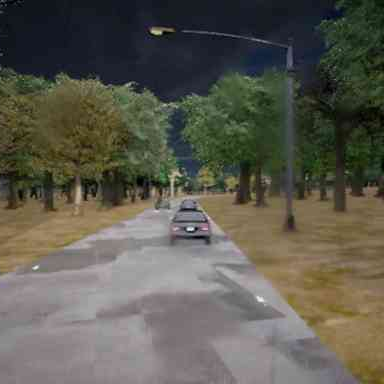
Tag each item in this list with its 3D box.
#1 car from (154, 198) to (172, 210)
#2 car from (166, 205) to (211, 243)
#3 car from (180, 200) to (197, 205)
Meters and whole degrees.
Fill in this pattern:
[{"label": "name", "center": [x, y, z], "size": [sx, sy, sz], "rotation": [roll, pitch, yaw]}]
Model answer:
[{"label": "car", "center": [-3.620, 1.517, 42.050], "size": [1.837, 1.490, 4.892], "rotation": [0, -1, -1]}, {"label": "car", "center": [-0.092, 1.545, 15.903], "size": [2.033, 1.411, 5.357], "rotation": [0, 0, -1]}, {"label": "car", "center": [-0.385, 1.574, 38.195], "size": [1.994, 1.385, 4.181], "rotation": [0, 0, -1]}]
